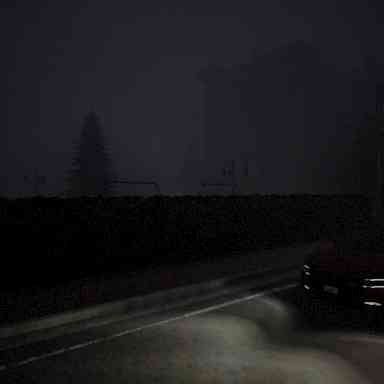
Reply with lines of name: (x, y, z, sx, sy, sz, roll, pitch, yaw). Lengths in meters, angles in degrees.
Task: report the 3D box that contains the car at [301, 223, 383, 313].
car: (4.463, 1.477, 7.501, 5.008, 1.535, 1.882, 0, 0, -38)
